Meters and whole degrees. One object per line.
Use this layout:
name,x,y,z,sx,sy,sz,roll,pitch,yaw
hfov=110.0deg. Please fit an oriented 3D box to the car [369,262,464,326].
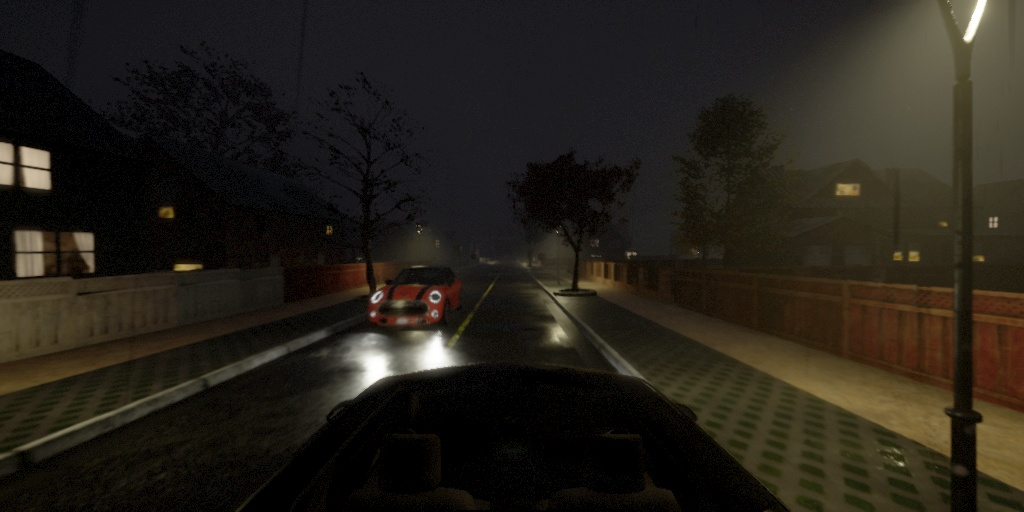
car,-2.851,1.102,11.573,2.097,1.767,4.553,0,0,0

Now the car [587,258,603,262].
car,11.404,1.061,45.907,4.902,1.511,2.128,-1,2,0
